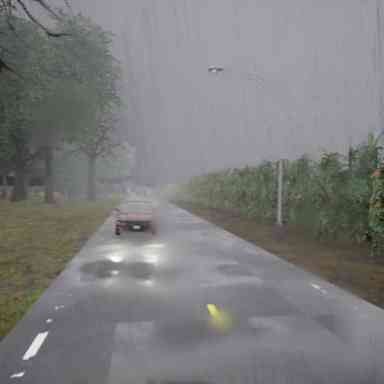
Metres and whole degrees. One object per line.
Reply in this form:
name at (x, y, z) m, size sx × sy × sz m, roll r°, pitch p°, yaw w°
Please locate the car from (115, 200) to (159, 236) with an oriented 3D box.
car at (-2.725, 1.158, 16.451) m, size 1.882 × 1.535 × 5.008 m, roll 1°, pitch 1°, yaw -10°
